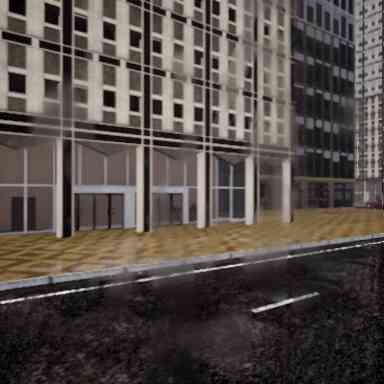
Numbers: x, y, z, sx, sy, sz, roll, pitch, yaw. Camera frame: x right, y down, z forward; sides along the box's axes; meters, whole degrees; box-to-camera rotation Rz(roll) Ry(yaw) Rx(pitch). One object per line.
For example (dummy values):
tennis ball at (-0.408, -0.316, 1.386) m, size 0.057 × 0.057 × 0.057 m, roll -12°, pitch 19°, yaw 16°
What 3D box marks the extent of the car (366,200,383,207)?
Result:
car at (32.498, 1.985, 57.385) m, size 1.887 × 1.381 × 4.507 m, roll 0°, pitch 0°, yaw -34°
